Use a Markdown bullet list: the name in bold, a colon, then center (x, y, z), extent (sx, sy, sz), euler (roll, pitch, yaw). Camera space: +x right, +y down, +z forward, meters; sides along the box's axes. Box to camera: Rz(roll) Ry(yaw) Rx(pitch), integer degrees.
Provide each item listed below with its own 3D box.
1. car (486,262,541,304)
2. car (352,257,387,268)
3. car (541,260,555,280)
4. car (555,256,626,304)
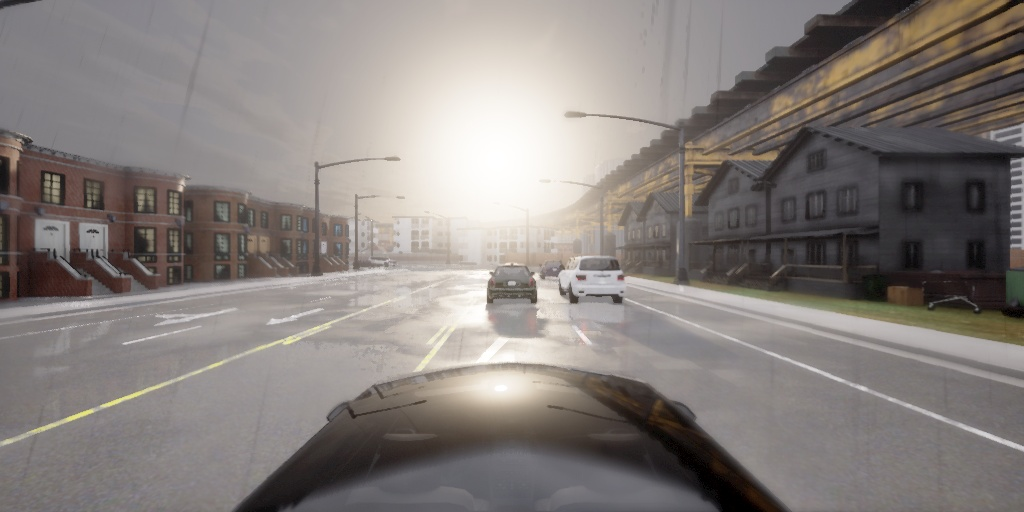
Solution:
- **car**: center (0.000, 1.113, 16.470), extent (2.097, 1.767, 4.553), euler (0, 0, 0)
- **car**: center (-24.350, 1.350, 60.469), extent (5.357, 1.411, 2.033), euler (0, 0, 22)
- **car**: center (3.500, 1.114, 31.470), extent (2.097, 1.767, 4.553), euler (0, 0, 0)
- **car**: center (3.500, 1.005, 16.530), extent (2.150, 2.045, 5.566), euler (0, 0, 0)
